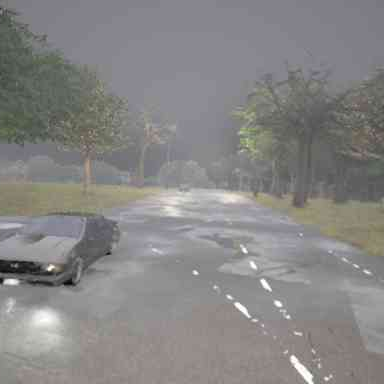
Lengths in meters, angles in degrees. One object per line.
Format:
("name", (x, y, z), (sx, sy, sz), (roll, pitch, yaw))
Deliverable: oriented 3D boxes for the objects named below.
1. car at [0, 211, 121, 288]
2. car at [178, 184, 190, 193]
("car", (-3.333, 1.264, 8.990), (2.033, 1.411, 5.357), (3, 2, 2))
("car", (-1.379, -0.674, 60.919), (1.837, 1.490, 4.892), (3, 2, 2))
